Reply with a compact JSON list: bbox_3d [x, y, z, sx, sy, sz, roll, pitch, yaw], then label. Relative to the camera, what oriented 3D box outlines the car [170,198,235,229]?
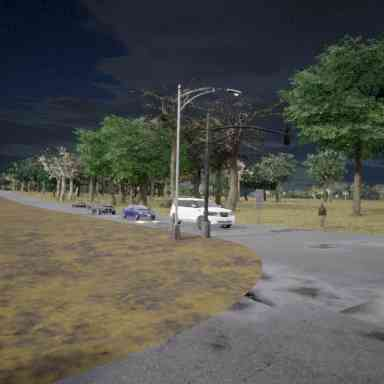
[{"bbox_3d":[0.568,1.452,23.250,2.150,2.045,5.566,3,-2,-34],"label":"car"}]

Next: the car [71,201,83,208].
[{"bbox_3d":[-21.372,2.308,62.784,1.994,1.385,4.181,3,-2,-34],"label":"car"}]

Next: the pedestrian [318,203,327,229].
[{"bbox_3d":[9.312,1.717,23.832,0.375,1.860,0.375,1,-1,-34],"label":"pedestrian"}]

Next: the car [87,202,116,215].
[{"bbox_3d":[-10.781,2.012,40.254,1.994,1.385,4.181,3,-2,-34],"label":"car"}]

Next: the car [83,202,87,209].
[{"bbox_3d":[-15.814,2.254,54.474,1.994,1.385,4.181,3,-2,-35],"label":"car"}]

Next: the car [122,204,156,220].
[{"bbox_3d":[-5.206,1.882,31.918,1.812,1.442,4.674,3,-2,-34],"label":"car"}]
